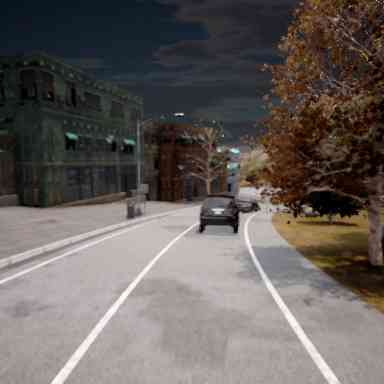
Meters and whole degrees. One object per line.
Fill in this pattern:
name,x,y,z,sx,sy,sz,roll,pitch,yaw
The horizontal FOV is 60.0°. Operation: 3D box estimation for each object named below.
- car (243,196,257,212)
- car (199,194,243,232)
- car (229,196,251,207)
car,6.417,1.446,38.432,2.128,1.511,4.902,2,0,18
car,1.779,1.167,19.956,2.150,2.045,5.566,1,0,9
car,7.279,1.400,50.159,1.837,1.490,4.892,2,0,25
